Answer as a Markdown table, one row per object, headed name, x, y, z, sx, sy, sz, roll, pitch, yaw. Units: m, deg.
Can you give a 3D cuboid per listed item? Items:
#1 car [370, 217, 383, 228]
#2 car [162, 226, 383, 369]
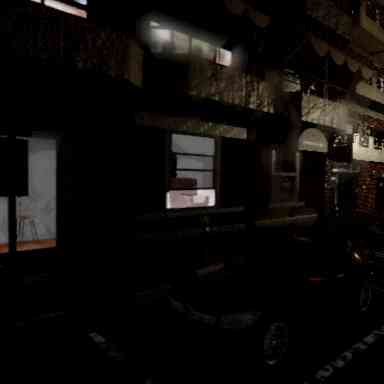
| name | x | y | z | sx | sy | sz | roll | pitch | yaw |
| --- | --- | --- | --- | --- | --- | --- | --- | --- | --- |
| car | 5.715 | 1.329 | 9.045 | 4.206 | 1.307 | 1.802 | 0 | 3 | -41 |
| car | 1.498 | 1.358 | 5.357 | 4.206 | 1.307 | 1.802 | 0 | 3 | -41 |
